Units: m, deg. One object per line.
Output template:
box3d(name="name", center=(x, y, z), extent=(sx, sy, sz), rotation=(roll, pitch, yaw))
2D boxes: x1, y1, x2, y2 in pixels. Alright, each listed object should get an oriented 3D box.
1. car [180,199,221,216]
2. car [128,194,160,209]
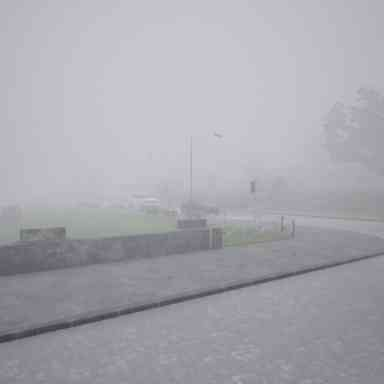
box3d(name="car", center=(0.785, 1.477, 33.139), extent=(1.882, 1.535, 5.008), rotation=(0, 0, -36))
box3d(name="car", center=(-6.259, 1.221, 43.018), extent=(2.150, 2.045, 5.566), rotation=(0, 0, -36))
